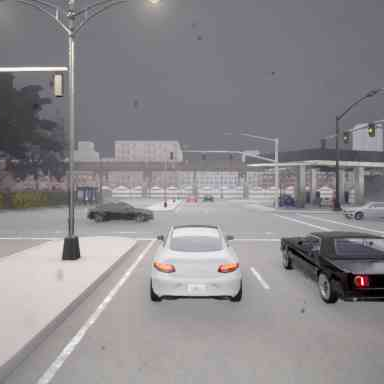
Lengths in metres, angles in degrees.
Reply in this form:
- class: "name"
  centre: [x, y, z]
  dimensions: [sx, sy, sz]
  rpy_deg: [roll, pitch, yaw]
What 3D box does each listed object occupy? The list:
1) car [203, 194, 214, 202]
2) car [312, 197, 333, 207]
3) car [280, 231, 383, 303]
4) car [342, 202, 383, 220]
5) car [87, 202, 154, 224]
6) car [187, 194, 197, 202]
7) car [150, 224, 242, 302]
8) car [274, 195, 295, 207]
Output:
- class: "car"
  centre: [3.526, 1.257, 72.319]
  dimensions: [2.097, 1.767, 4.553]
  rpy_deg: [0, 0, 0]
- class: "car"
  centre: [18.973, 1.434, 48.432]
  dimensions: [1.970, 1.475, 3.806]
  rpy_deg: [0, 0, 0]
- class: "car"
  centre: [3.590, 1.599, 8.116]
  dimensions: [1.895, 1.301, 4.718]
  rpy_deg: [0, 0, 0]
- class: "car"
  centre: [14.898, 1.523, 27.487]
  dimensions: [4.674, 1.442, 1.812]
  rpy_deg: [0, 0, -1]
- class: "car"
  centre: [-5.073, 1.484, 23.839]
  dimensions: [4.674, 1.442, 1.812]
  rpy_deg: [0, 0, 1]
- class: "car"
  centre: [0.026, 1.250, 72.320]
  dimensions: [2.097, 1.767, 4.553]
  rpy_deg: [0, 0, 0]
- class: "car"
  centre: [0.085, 1.517, 8.133]
  dimensions: [1.812, 1.442, 4.674]
  rpy_deg: [0, 0, 0]
- class: "car"
  centre: [13.229, 1.262, 47.671]
  dimensions: [2.242, 1.667, 4.611]
  rpy_deg: [0, 0, 0]
